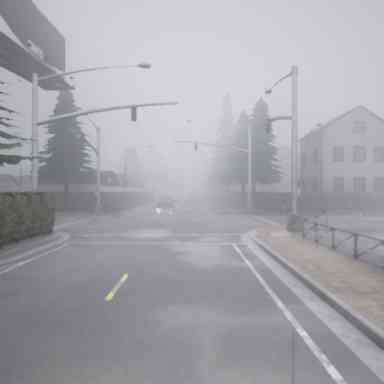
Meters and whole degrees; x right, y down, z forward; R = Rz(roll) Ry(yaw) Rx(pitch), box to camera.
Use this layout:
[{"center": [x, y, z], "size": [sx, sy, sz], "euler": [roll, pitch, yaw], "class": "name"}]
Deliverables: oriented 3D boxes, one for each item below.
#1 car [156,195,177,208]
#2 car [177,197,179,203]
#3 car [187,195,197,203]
[{"center": [-3.584, 1.231, 44.878], "size": [2.097, 1.767, 4.553], "euler": [0, 0, 0], "class": "car"}, {"center": [-3.501, 1.375, 63.557], "size": [1.812, 1.442, 4.674], "euler": [0, 0, 0], "class": "car"}, {"center": [-0.001, 1.321, 63.388], "size": [2.128, 1.511, 4.902], "euler": [0, 0, 0], "class": "car"}]
